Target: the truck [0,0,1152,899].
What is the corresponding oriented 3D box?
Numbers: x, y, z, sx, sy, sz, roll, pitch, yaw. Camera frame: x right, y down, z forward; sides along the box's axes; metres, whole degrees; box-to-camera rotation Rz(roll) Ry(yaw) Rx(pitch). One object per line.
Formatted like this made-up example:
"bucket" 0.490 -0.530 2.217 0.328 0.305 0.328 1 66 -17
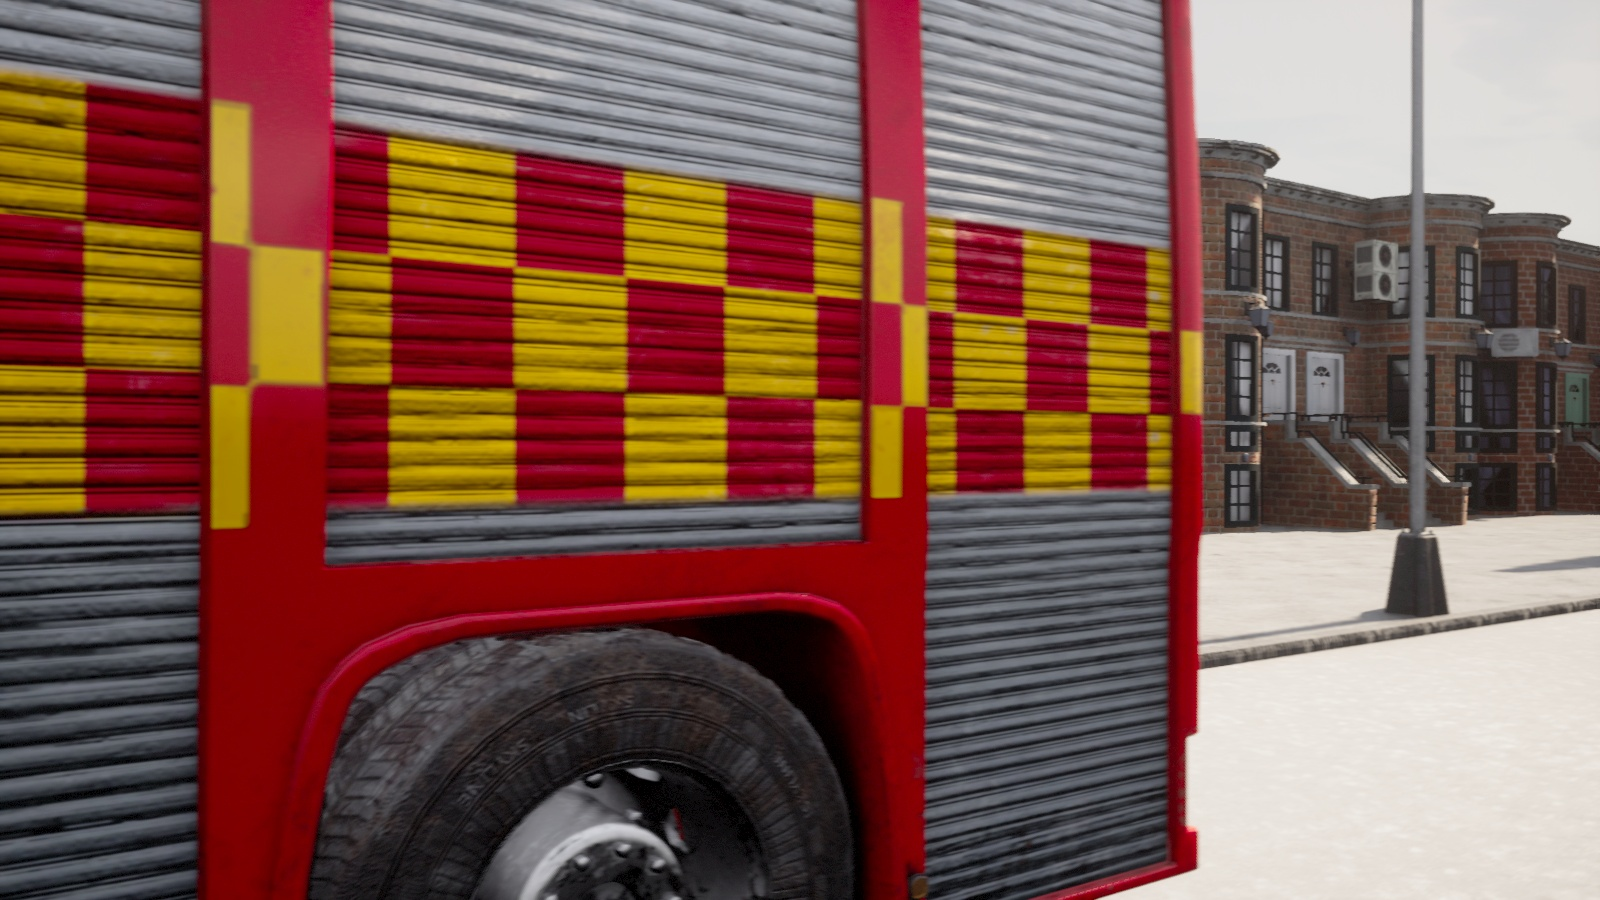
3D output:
"truck" -3.432 -0.408 1.883 8.468 3.827 2.891 0 0 -35
